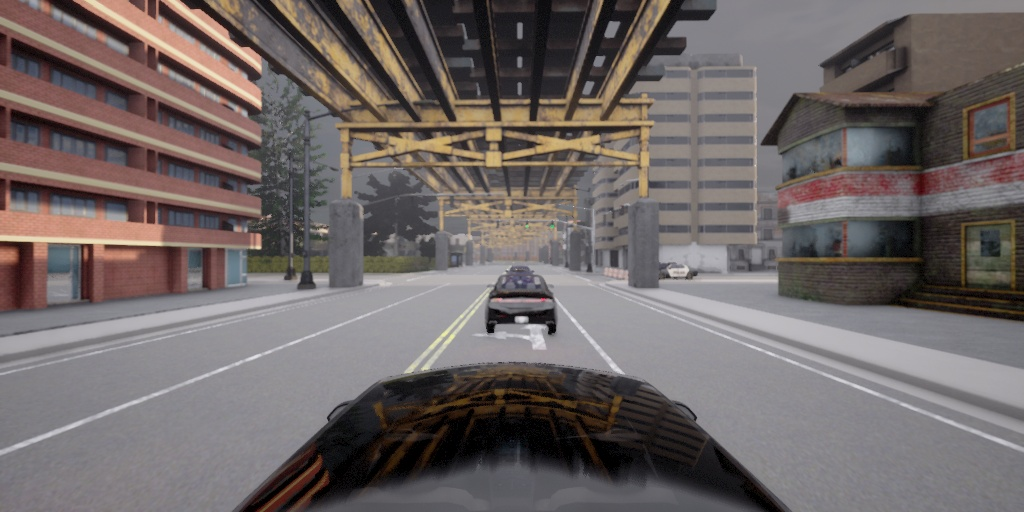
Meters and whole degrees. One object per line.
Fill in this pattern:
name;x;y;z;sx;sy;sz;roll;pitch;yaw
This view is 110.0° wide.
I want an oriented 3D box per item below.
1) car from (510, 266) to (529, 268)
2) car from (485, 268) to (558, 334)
car;0.514;1.375;24.086;1.812;1.442;4.674;0;0;1
car;0.258;1.284;10.775;2.128;1.511;4.902;0;0;1
